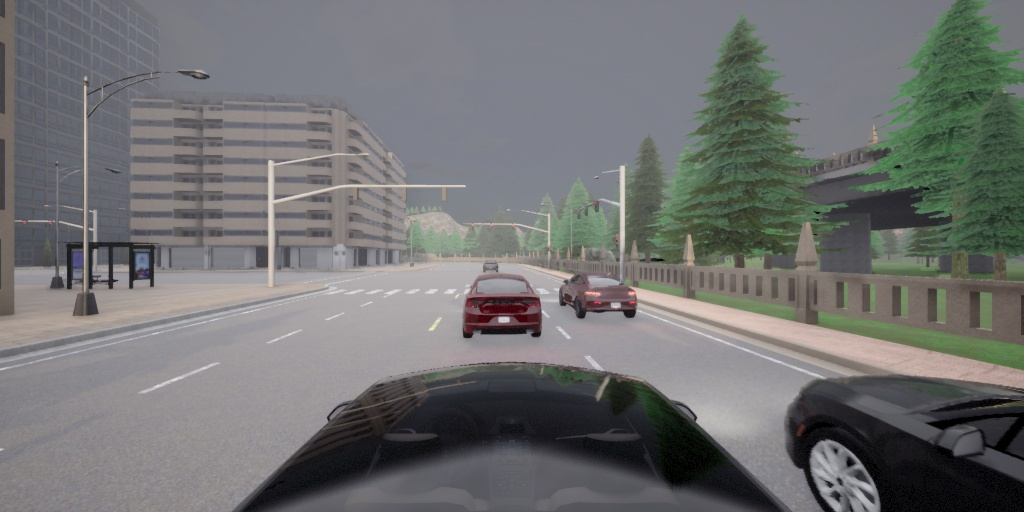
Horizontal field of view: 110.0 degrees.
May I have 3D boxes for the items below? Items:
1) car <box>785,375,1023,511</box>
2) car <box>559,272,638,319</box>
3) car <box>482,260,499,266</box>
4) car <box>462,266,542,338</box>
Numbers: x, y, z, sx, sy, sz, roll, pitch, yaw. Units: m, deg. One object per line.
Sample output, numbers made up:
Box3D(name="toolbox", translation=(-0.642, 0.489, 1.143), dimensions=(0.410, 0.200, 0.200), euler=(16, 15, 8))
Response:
Box3D(name="car", translation=(3.273, 1.256, 1.122), dimensions=(1.837, 1.490, 4.892), euler=(0, 0, 1))
Box3D(name="car", translation=(2.914, 1.276, 12.805), dimensions=(1.812, 1.442, 4.674), euler=(0, 0, -3))
Box3D(name="car", translation=(-2.664, 1.242, 44.810), dimensions=(2.128, 1.511, 4.902), euler=(0, 0, -4))
Box3D(name="car", translation=(-0.347, 1.228, 10.228), dimensions=(1.882, 1.535, 5.008), euler=(0, 0, -4))
